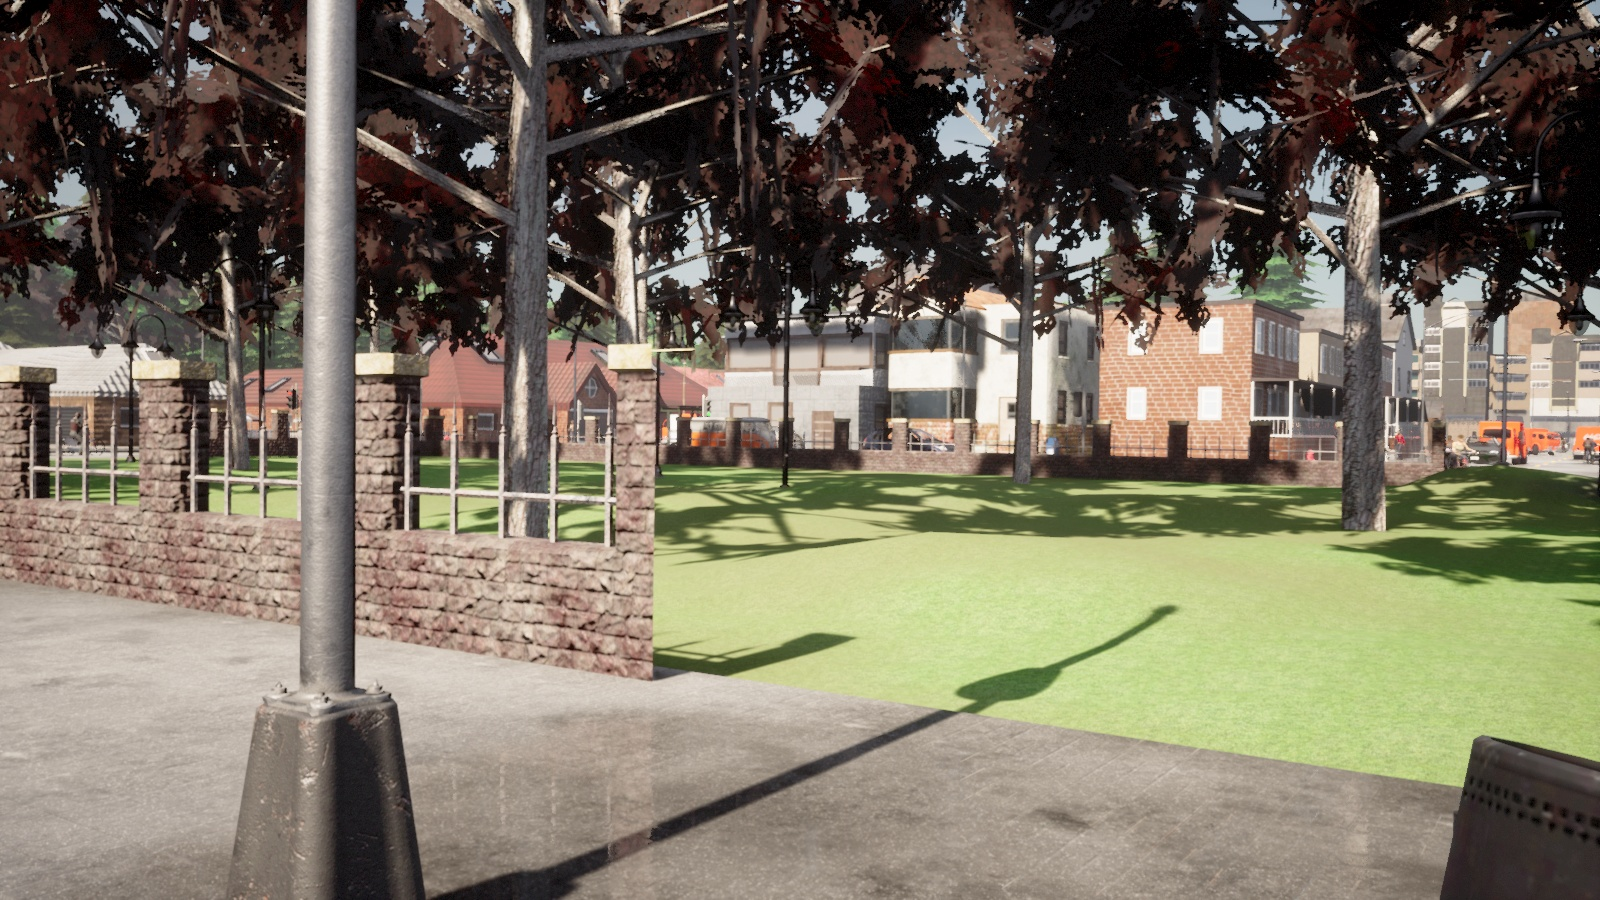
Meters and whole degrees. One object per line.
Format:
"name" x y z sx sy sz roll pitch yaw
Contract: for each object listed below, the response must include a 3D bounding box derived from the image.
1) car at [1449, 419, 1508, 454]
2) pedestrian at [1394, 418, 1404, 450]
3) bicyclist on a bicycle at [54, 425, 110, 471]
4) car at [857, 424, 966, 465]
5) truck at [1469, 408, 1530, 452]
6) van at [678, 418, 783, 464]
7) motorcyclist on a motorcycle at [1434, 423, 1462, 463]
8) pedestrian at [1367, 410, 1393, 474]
"car" 34.030 -0.690 62.883 2.152 1.651 5.027 0 1 34
"pedestrian" 35.330 -0.951 74.083 0.636 1.846 0.331 -1 1 -41
"bicyclist on a bicycle" -28.707 -0.092 50.227 0.659 1.776 1.843 0 1 32
"car" 4.493 -0.230 50.716 3.988 1.617 1.851 0 1 32
"truck" 40.431 -1.145 72.514 2.627 2.467 5.204 0 1 34
"van" -3.098 -0.422 55.740 4.442 1.987 1.775 0 1 31
"motorcyclist on a motorcycle" 26.990 -0.310 52.292 0.766 1.649 2.350 0 1 34
"pedestrian" 16.739 -0.237 36.270 0.634 1.846 0.331 0 1 34
